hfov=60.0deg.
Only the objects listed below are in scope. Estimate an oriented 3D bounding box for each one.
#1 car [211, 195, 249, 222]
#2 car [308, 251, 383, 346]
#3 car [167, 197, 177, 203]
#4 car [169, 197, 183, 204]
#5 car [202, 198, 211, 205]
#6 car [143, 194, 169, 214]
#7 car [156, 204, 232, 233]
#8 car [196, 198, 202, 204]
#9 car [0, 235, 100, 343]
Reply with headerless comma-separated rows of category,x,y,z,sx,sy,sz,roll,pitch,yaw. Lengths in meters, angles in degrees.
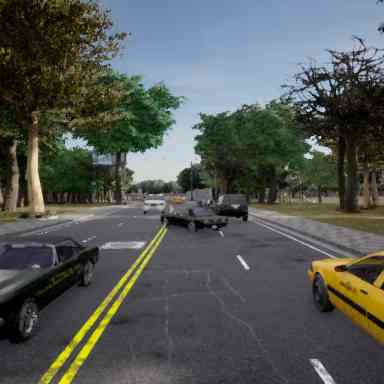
car,3.060,1.229,26.639,2.150,2.045,5.566,0,0,-2
car,3.250,1.454,4.656,1.801,1.575,5.366,0,0,0
car,-4.759,1.873,79.784,1.895,1.301,4.718,0,0,-9
car,-2.940,1.671,65.979,1.882,1.535,5.008,0,-1,-6
car,2.614,1.466,37.718,2.033,1.649,4.856,0,0,-3
car,-3.905,1.258,35.398,2.150,2.045,5.566,0,-1,-3
car,-0.036,1.602,19.870,1.895,1.301,4.718,0,0,-35
car,1.837,1.628,48.808,2.033,1.411,5.357,0,0,-7
car,-3.353,1.598,6.547,1.895,1.301,4.718,0,0,0
